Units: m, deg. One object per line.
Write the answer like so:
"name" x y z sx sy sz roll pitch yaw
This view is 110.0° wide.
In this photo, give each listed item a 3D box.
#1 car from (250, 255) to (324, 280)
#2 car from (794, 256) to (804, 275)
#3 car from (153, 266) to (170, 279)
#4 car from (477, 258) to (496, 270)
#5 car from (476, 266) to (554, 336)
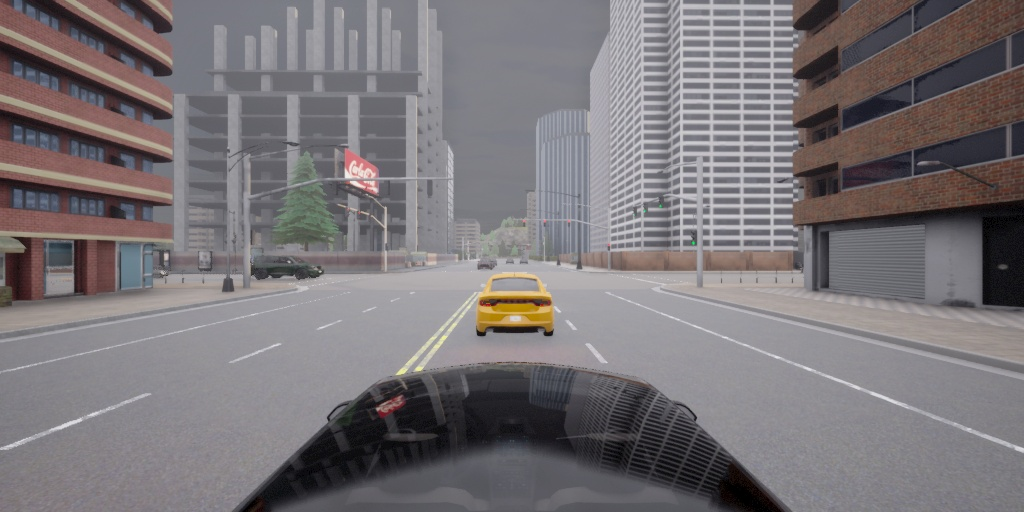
"car" -18.972 0.972 30.283 5.566 2.045 2.150 0 0 -1
"car" 30.506 1.101 34.538 4.553 1.767 2.097 0 0 -1
"car" -31.688 1.240 30.146 4.902 1.511 2.128 0 0 0
"car" -3.887 1.102 52.658 2.097 1.767 4.553 0 0 0
"car" 0.061 1.228 10.389 1.882 1.535 5.008 0 0 0
